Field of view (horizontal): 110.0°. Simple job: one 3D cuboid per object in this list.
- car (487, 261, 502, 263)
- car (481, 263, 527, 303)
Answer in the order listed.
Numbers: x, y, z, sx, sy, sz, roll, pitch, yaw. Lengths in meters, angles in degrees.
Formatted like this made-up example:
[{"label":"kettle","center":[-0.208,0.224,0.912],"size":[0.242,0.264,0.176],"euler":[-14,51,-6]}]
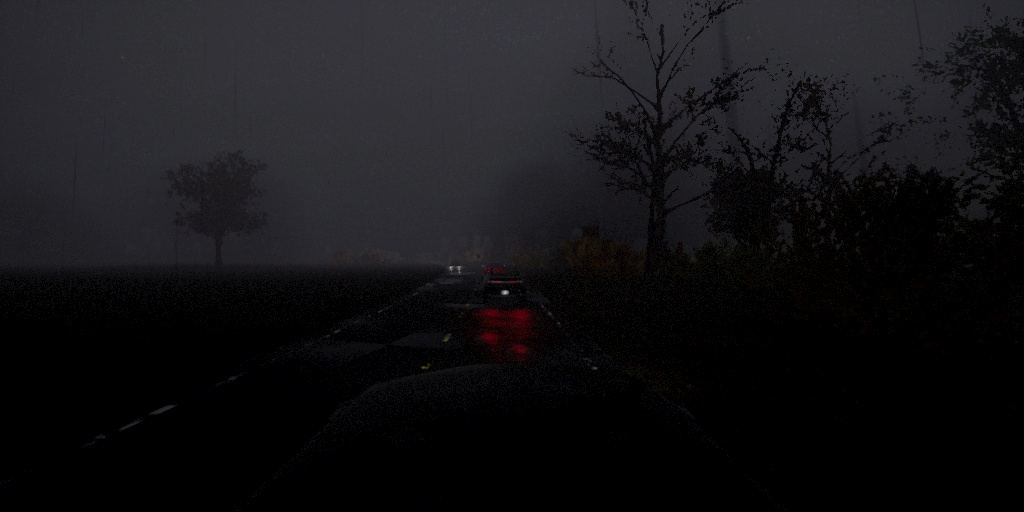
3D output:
[{"label":"car","center":[-1.573,1.218,31.601],"size":[1.882,1.535,5.008],"euler":[0,0,-6]},{"label":"car","center":[-0.394,1.237,16.571],"size":[2.128,1.511,4.902],"euler":[0,0,-3]}]
